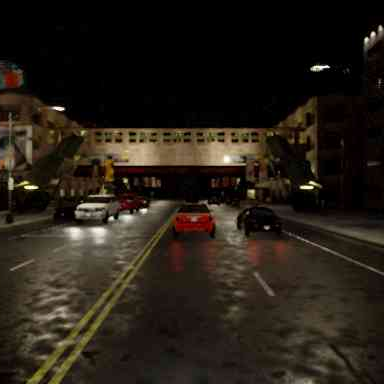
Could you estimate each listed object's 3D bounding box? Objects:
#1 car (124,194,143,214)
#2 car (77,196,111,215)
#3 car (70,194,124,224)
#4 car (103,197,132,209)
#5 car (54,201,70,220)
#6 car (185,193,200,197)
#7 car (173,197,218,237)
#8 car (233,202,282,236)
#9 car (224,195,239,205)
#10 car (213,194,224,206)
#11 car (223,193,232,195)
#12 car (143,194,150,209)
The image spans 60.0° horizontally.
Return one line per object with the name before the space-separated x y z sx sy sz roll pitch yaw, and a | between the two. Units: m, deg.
car | -7.035 1.216 35.762 2.150 2.045 5.566 0 0 1
car | -10.038 1.349 34.376 2.185 1.767 4.553 0 0 0
car | -7.055 1.218 25.464 2.150 2.045 5.566 0 0 1
car | -10.002 1.474 45.151 2.231 1.521 4.892 0 0 10
car | -9.899 1.475 27.951 2.097 1.535 5.008 0 0 0
car | 0.046 1.213 53.505 2.150 2.045 5.566 0 0 1
car | 0.101 1.349 18.265 2.097 1.767 4.553 0 0 0
car | 3.601 1.523 18.277 1.812 1.442 4.674 0 0 0
car | 6.728 1.586 56.379 1.895 1.301 4.718 0 0 0
car | 3.546 1.539 53.473 2.033 1.411 5.357 0 0 1
car | 6.683 1.218 63.775 2.435 2.045 5.566 0 0 0
car | -7.024 1.345 45.894 2.097 1.767 4.553 0 0 1
